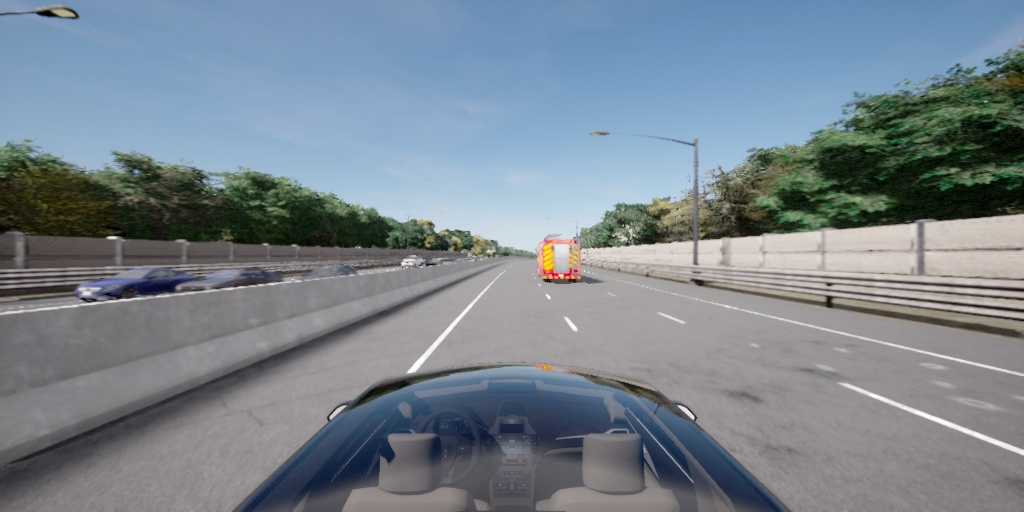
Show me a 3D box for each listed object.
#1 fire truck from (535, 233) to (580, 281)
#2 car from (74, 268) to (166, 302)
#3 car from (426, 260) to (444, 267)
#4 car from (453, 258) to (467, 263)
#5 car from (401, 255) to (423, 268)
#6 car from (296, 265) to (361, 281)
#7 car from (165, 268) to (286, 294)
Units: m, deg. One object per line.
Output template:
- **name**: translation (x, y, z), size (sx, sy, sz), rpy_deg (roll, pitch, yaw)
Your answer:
- **fire truck**: translation (3.841, 0.158, 31.211), size (2.891, 3.827, 8.468), rpy_deg (0, 0, 1)
- **car**: translation (-17.509, 1.296, 17.118), size (1.812, 1.442, 4.674), rpy_deg (0, 0, 1)
- **car**: translation (-12.725, 1.281, 59.249), size (1.895, 1.301, 4.718), rpy_deg (0, 0, 3)
- **car**: translation (-9.045, 1.142, 62.700), size (2.128, 1.511, 4.902), rpy_deg (0, 0, 3)
- **car**: translation (-16.250, 0.913, 58.789), size (2.150, 2.045, 5.566), rpy_deg (0, 0, 3)
- **car**: translation (-10.457, 1.290, 20.758), size (1.837, 1.490, 4.892), rpy_deg (0, 0, 1)
- **car**: translation (-14.004, 1.326, 18.337), size (2.033, 1.411, 5.357), rpy_deg (0, 0, 1)
